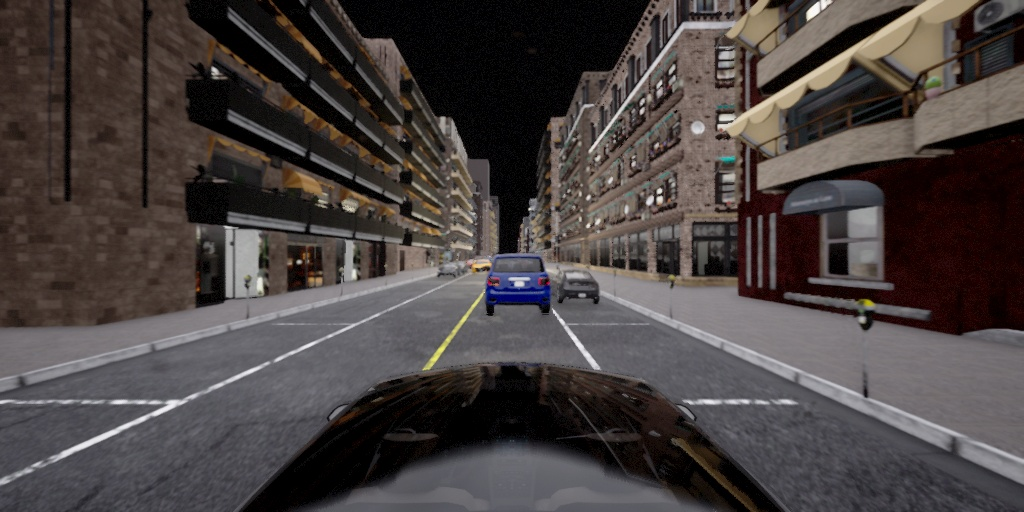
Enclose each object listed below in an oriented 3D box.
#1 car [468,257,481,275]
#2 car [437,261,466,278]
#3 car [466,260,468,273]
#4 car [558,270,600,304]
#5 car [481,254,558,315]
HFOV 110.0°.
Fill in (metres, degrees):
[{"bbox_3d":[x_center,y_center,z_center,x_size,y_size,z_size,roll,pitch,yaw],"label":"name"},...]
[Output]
[{"bbox_3d":[-3.082,1.142,37.603,1.882,1.535,5.008,0,0,0],"label":"car"},{"bbox_3d":[-5.694,1.227,32.822,2.007,1.370,4.403,0,0,0],"label":"car"},{"bbox_3d":[-5.695,1.213,38.459,2.007,1.370,4.403,0,0,0],"label":"car"},{"bbox_3d":[2.688,1.267,15.910,2.007,1.370,4.403,0,0,0],"label":"car"},{"bbox_3d":[0.146,0.943,13.599,2.150,2.045,5.566,0,0,-2],"label":"car"}]
